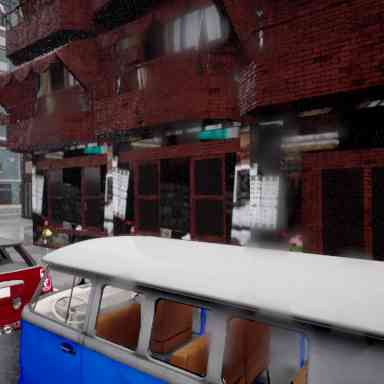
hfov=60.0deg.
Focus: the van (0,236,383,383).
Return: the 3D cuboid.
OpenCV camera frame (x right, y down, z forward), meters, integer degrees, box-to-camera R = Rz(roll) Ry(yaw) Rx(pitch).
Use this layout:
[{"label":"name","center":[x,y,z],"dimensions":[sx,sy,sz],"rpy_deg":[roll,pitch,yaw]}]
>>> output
[{"label":"van","center":[0.266,1.341,2.543],"dimensions":[3.998,1.788,1.690],"rpy_deg":[0,-1,35]}]
